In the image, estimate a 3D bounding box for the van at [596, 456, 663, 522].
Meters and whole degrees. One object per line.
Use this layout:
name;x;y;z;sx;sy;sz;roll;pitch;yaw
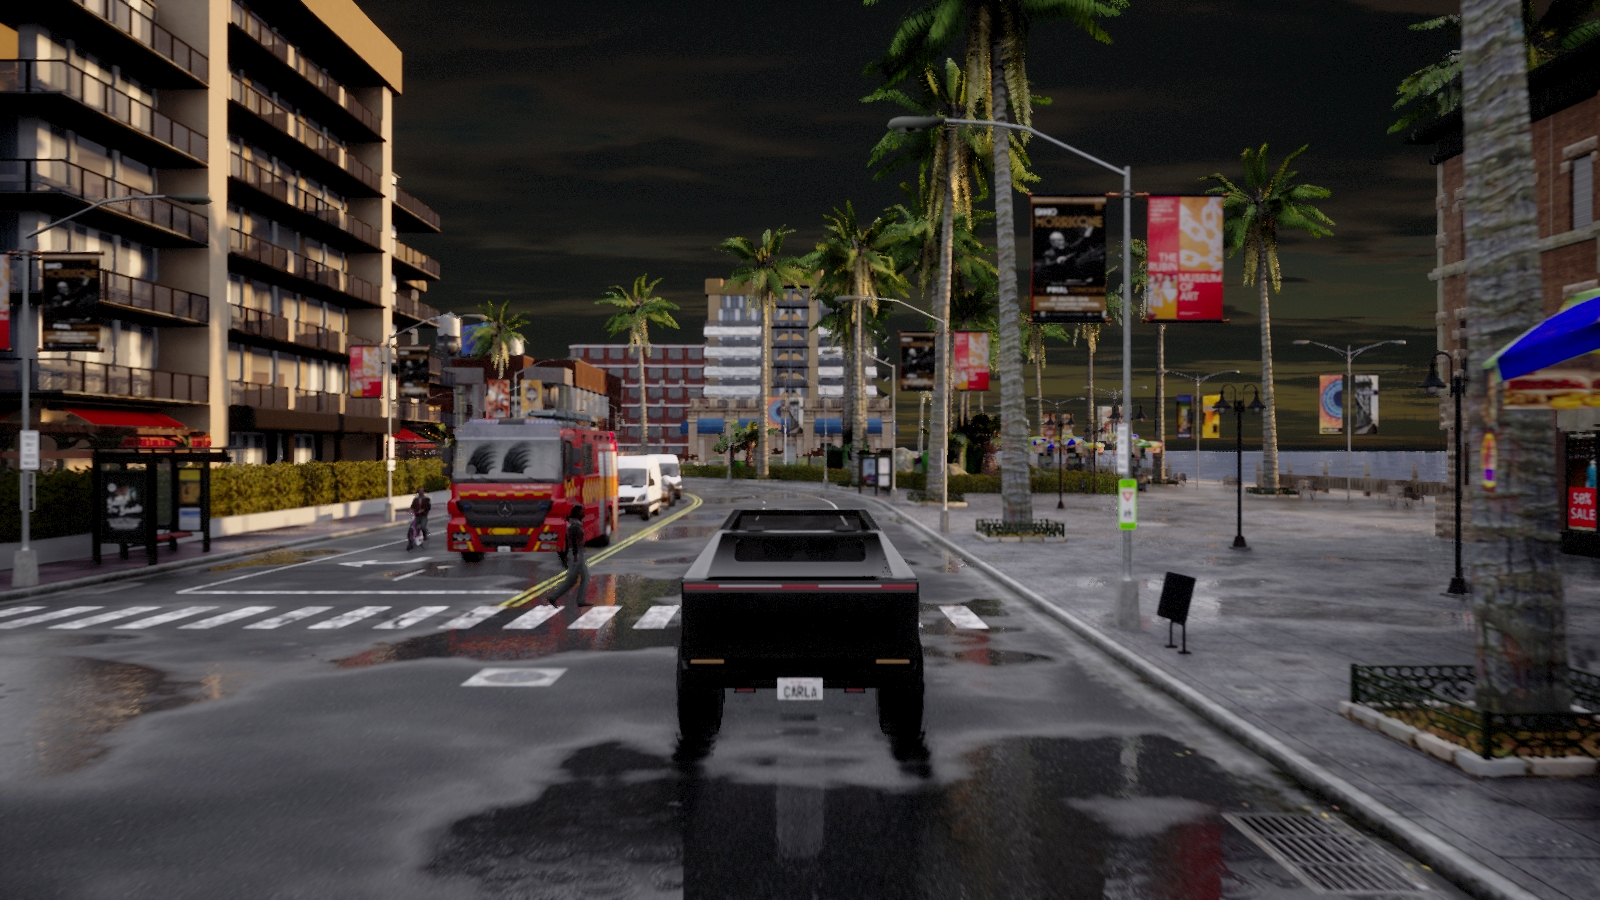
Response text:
van;-7.037;1.535;47.846;1.988;2.561;5.915;0;0;-1

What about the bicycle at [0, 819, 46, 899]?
bicycle;-3.484;2.210;4.105;0.329;1.171;1.835;0;0;0

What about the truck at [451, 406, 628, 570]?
truck;-6.747;0.891;31.019;2.891;3.827;8.468;0;0;0

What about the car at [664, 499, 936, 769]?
car;0.001;1.753;13.170;2.390;2.098;6.274;0;0;0

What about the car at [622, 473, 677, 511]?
car;-7.163;1.992;54.883;2.152;1.651;5.027;0;0;-2

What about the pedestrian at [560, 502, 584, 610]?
pedestrian;-3.998;1.849;20.030;0.375;1.860;0.375;0;0;-16

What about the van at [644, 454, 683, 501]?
van;-7.917;1.535;65.789;1.988;2.561;5.915;0;0;-9
